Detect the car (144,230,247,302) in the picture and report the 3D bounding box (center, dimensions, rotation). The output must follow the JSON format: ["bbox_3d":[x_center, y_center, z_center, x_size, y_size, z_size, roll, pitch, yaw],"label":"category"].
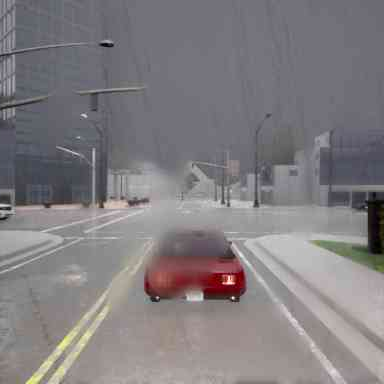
[{"bbox_3d":[0.070,1.601,8.214,1.895,1.301,4.718,0,0,0],"label":"car"}]

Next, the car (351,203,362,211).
[{"bbox_3d":[20.976,1.498,37.637,5.357,1.411,2.033,0,0,-1],"label":"car"}]

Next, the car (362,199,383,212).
[{"bbox_3d":[20.961,1.496,34.128,5.357,1.411,2.033,0,0,-1],"label":"car"}]

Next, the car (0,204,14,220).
[{"bbox_3d":[-17.340,1.339,26.613,5.566,2.045,2.150,-1,0,0],"label":"car"}]
